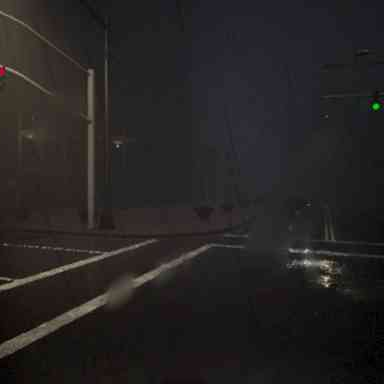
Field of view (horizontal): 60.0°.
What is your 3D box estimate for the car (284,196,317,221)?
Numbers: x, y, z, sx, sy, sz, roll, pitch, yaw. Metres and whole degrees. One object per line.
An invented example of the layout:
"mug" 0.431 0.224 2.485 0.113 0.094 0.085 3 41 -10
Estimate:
"car" 7.686 1.093 23.429 2.128 1.511 4.902 1 2 22
